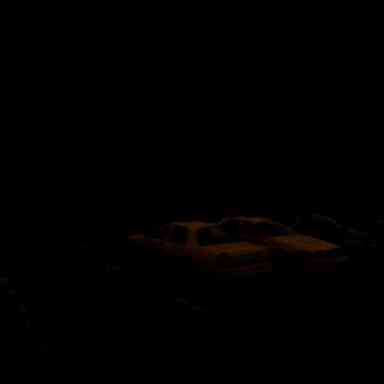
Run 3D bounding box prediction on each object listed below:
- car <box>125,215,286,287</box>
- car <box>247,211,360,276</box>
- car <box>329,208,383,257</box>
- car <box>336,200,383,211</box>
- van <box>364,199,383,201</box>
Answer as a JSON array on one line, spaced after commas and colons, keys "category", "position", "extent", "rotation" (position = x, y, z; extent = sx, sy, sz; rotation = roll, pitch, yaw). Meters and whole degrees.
[{"category": "car", "position": [-0.171, 1.479, 9.552], "extent": [1.946, 1.575, 5.366], "rotation": [0, 0, -35]}, {"category": "car", "position": [2.204, 1.484, 10.791], "extent": [1.946, 1.575, 5.366], "rotation": [0, 0, -36]}, {"category": "car", "position": [4.346, 1.499, 12.554], "extent": [2.231, 1.521, 4.892], "rotation": [0, 0, -36]}, {"category": "car", "position": [6.631, 1.390, 14.138], "extent": [2.185, 1.767, 4.553], "rotation": [0, 0, -36]}, {"category": "van", "position": [11.200, 1.334, 17.292], "extent": [1.878, 1.987, 4.442], "rotation": [1, 0, -36]}]
